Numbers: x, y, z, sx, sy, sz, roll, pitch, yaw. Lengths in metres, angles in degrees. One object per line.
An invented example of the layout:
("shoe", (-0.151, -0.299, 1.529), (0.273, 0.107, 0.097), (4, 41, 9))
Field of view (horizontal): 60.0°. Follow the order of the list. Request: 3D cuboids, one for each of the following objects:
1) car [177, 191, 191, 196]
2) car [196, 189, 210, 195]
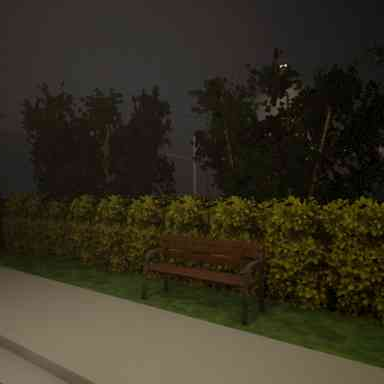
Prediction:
("car", (-2.069, 0.701, 65.025), (2.097, 1.767, 4.553), (0, 1, 35))
("car", (2.516, 0.506, 65.468), (2.150, 2.045, 5.566), (0, 1, 35))
